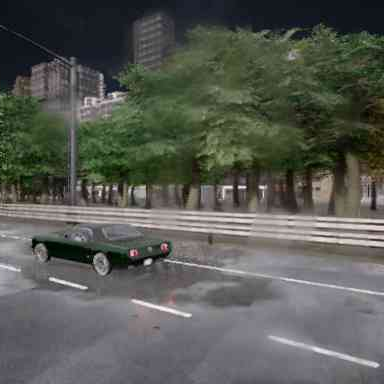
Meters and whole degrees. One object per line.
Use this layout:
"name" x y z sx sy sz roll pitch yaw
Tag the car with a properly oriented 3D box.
"car" -2.996 1.612 10.301 4.718 1.301 1.895 0 0 36
